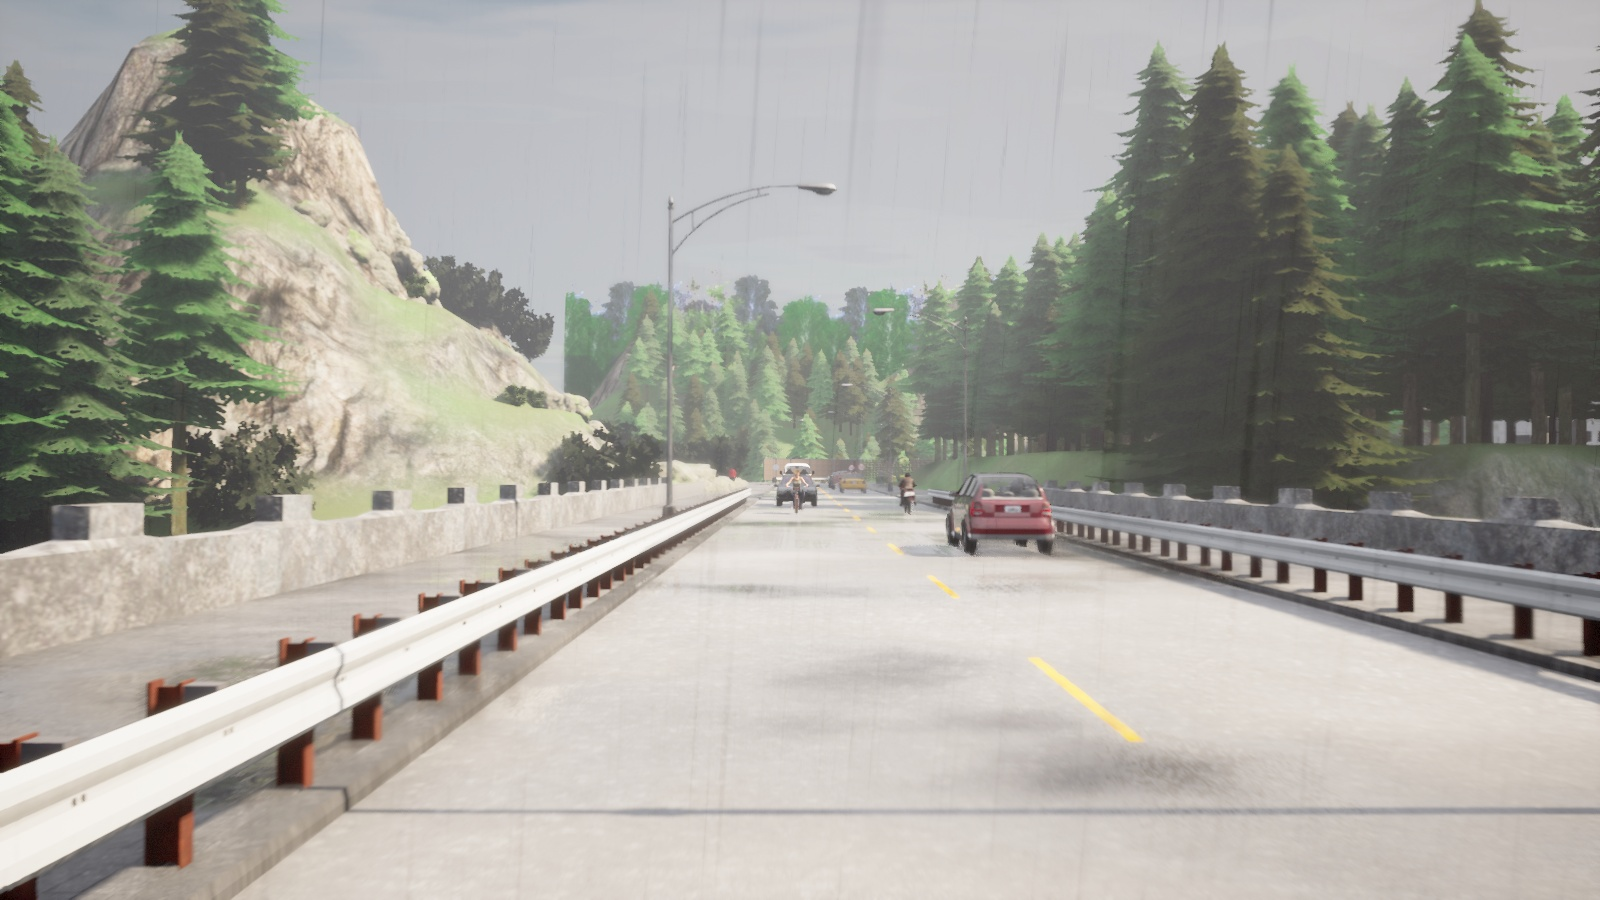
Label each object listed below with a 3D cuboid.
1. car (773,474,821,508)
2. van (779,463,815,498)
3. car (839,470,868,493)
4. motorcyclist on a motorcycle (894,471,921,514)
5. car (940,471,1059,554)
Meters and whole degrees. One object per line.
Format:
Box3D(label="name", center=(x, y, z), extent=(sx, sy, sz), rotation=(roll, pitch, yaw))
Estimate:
Box3D(label="car", center=(-0.121, 1.805, 56.268), extent=(2.033, 1.411, 5.357), rotation=(0, -1, 0))
Box3D(label="van", center=(-0.162, 1.793, 74.834), extent=(2.069, 2.038, 4.480), rotation=(0, -1, 0))
Box3D(label="car", center=(3.802, 2.249, 90.314), extent=(1.801, 1.575, 5.366), rotation=(0, -1, 0))
Box3D(label="motorcyclist on a motorcycle", center=(3.902, 1.546, 45.694), extent=(0.797, 1.523, 2.044), rotation=(0, -1, 0))
Box3D(label="car", center=(3.946, 1.202, 25.384), extent=(1.789, 1.549, 3.705), rotation=(0, -1, 0))
